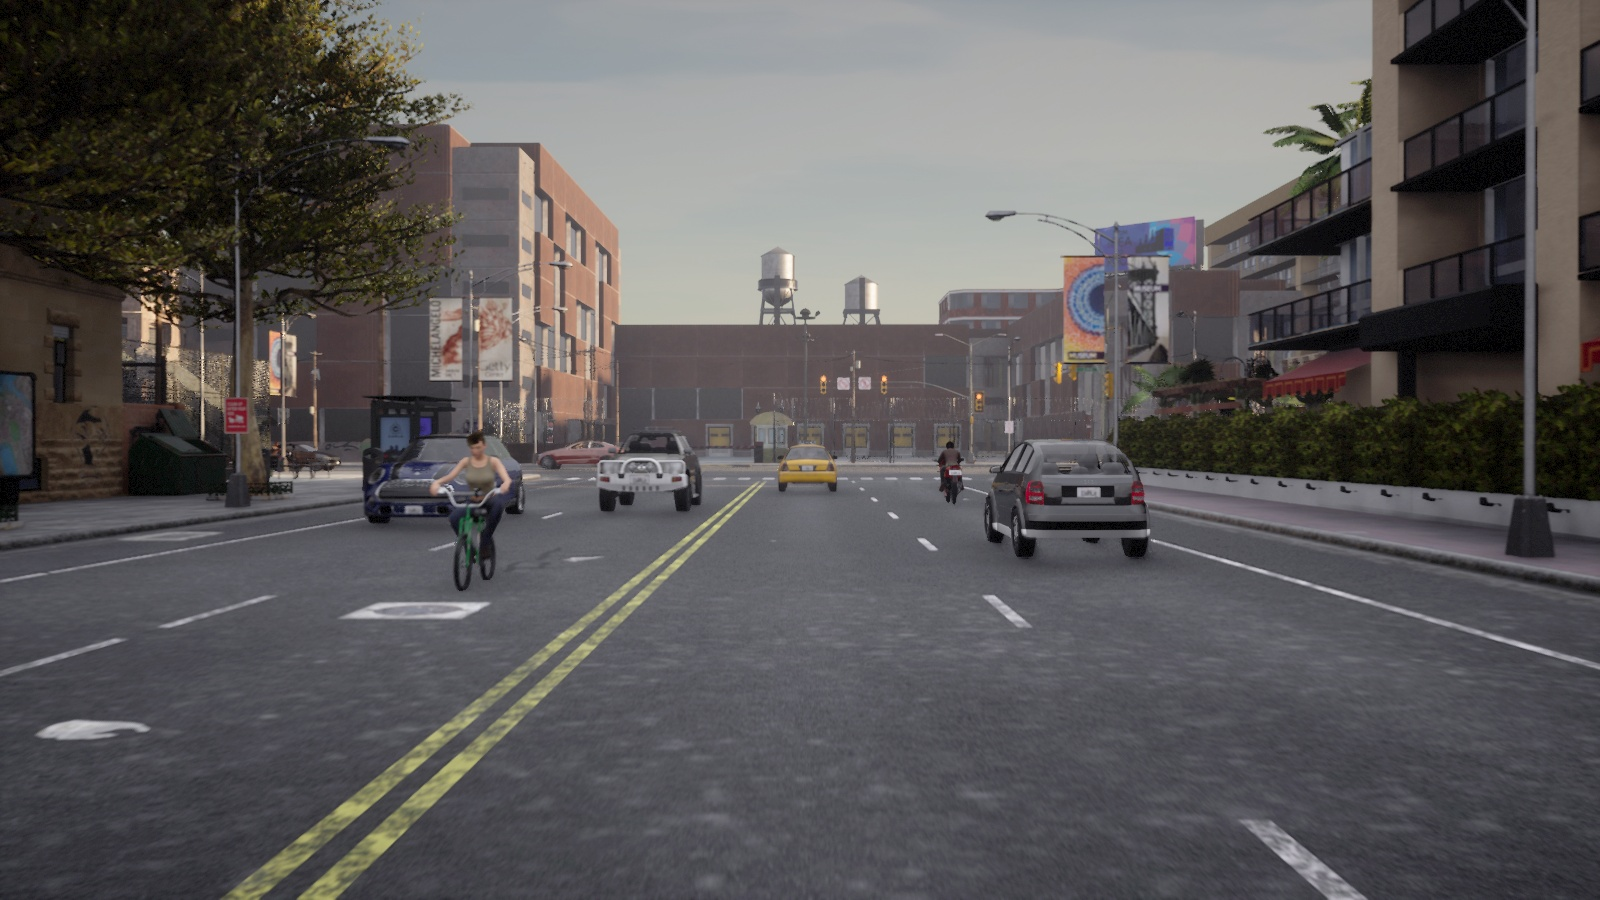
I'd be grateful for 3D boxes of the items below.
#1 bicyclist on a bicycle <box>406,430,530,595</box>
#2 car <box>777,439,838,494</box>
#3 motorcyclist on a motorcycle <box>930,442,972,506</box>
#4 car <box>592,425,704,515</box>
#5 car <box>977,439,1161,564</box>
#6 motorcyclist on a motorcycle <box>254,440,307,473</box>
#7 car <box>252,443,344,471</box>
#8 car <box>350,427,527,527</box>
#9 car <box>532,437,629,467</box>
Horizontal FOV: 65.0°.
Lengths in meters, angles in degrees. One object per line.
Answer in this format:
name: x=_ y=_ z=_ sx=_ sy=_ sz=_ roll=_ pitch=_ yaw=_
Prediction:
bicyclist on a bicycle: x=-3.405 y=0.607 z=13.007 sx=0.866 sy=1.612 sz=1.509 roll=0 pitch=0 yaw=1
car: x=0.239 y=0.467 z=39.545 sx=1.801 sy=1.575 sz=5.366 roll=0 pitch=1 yaw=0
motorcyclist on a motorcycle: x=3.690 y=0.558 z=30.790 sx=0.797 sy=1.523 sz=2.044 roll=0 pitch=0 yaw=0
car: x=-3.325 y=0.401 z=28.314 sx=1.932 sy=1.855 sz=4.605 roll=0 pitch=0 yaw=0
car: x=3.614 y=0.629 z=17.496 sx=1.789 sy=1.549 sz=3.705 roll=0 pitch=0 yaw=0
motorcyclist on a motorcycle: x=-26.409 y=0.316 z=63.835 sx=2.350 sy=1.649 sz=0.766 roll=0 pitch=0 yaw=2
car: x=-26.858 y=0.359 z=67.320 sx=4.193 sy=1.474 sz=1.816 roll=0 pitch=0 yaw=1
car: x=-6.847 y=0.462 z=24.348 sx=2.097 sy=1.767 sz=4.553 roll=0 pitch=0 yaw=0
car: x=-12.296 y=0.117 z=70.572 sx=5.027 sy=1.651 sz=2.152 roll=0 pitch=0 yaw=0
